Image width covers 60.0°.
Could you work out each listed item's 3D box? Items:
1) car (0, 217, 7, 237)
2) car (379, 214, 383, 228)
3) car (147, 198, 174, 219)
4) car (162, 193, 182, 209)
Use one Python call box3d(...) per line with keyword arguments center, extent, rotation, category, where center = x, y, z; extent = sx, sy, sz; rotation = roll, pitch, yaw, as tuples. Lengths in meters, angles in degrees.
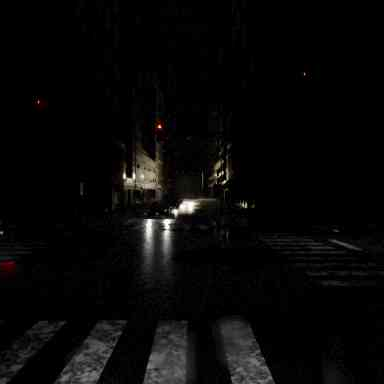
box3d(center=(-10.565, 1.507, 14.066), extent=(4.892, 1.490, 1.837), rotation=(0, 3, -5), category="car")
box3d(center=(12.342, 1.282, 16.851), extent=(5.009, 1.841, 2.192), rotation=(0, 0, 0), category="car")
box3d(center=(-2.858, 1.517, 29.592), extent=(1.812, 1.442, 4.674), rotation=(0, 0, 0), category="car")
box3d(center=(-2.862, 1.201, 45.457), extent=(2.150, 2.045, 5.566), rotation=(0, 0, 0), category="car")
